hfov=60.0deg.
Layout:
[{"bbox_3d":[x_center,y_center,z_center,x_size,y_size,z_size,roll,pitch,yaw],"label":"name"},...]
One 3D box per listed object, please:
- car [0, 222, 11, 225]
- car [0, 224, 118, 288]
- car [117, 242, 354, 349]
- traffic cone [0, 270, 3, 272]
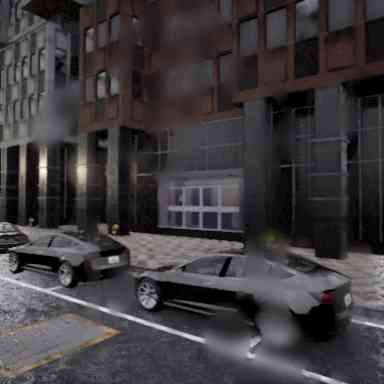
[{"bbox_3d":[-8.173,1.844,13.219,4.403,1.369,2.008,-1,-2,37],"label":"car"},{"bbox_3d":[-3.692,1.805,9.858,4.313,1.339,1.947,-1,-2,37],"label":"car"},{"bbox_3d":[0.788,1.752,6.496,4.313,1.339,1.947,-1,-2,37],"label":"car"},{"bbox_3d":[-6.119,2.189,10.365,0.340,0.580,0.340,-1,-2,37],"label":"traffic cone"}]
